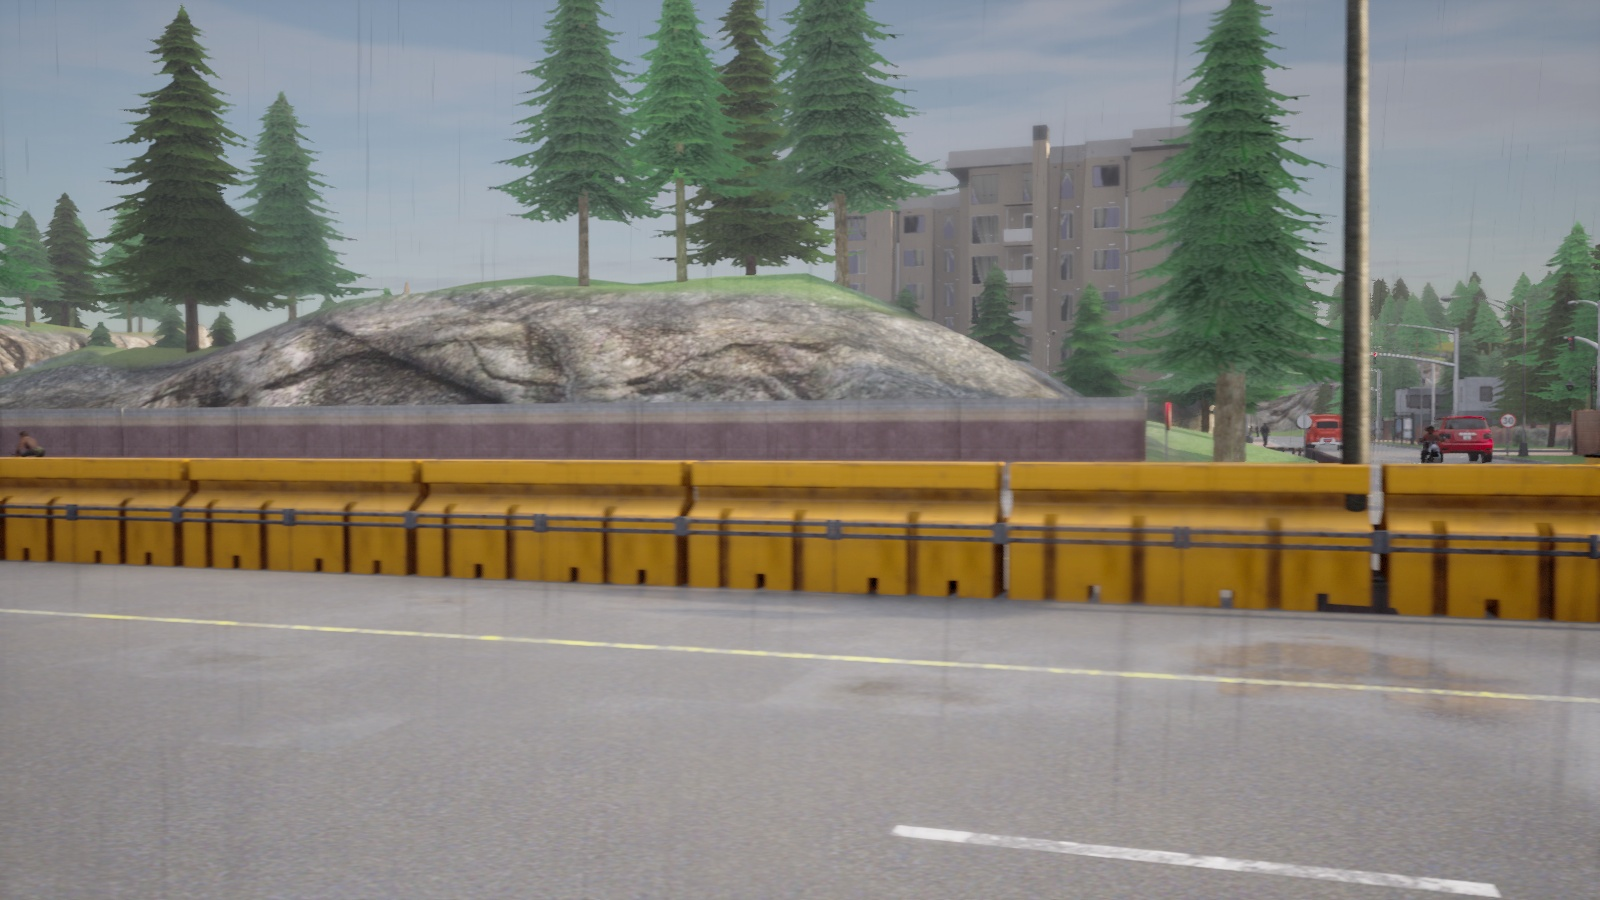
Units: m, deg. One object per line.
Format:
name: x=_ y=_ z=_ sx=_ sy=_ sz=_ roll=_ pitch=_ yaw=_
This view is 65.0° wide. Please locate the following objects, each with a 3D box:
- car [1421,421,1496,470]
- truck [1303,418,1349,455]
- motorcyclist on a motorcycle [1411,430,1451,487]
car: x=28.903 y=-0.251 z=55.300 sx=2.150 sy=2.045 sz=5.566 roll=1 pitch=1 yaw=20
truck: x=36.669 y=-0.947 z=87.718 sx=2.627 sy=2.467 sz=5.204 roll=1 pitch=1 yaw=19
motorcyclist on a motorcycle: x=19.049 y=0.221 z=37.951 sx=0.766 sy=1.649 sz=2.350 roll=1 pitch=1 yaw=19
